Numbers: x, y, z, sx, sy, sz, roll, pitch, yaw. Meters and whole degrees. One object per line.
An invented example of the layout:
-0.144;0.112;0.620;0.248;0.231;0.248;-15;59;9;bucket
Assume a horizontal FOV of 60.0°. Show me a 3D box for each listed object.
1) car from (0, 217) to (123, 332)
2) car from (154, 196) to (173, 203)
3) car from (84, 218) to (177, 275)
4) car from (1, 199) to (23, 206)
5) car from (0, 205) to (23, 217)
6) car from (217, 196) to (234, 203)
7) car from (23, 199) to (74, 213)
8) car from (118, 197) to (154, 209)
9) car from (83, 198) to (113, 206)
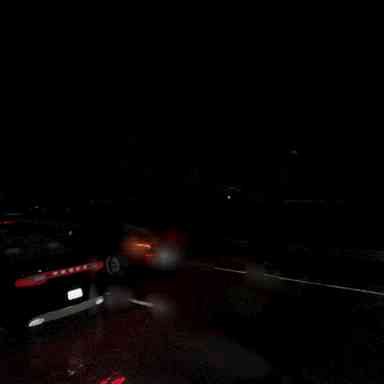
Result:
-3.882;1.477;6.747;5.008;1.535;1.882;0;0;35;car
-5.731;1.523;66.978;1.812;1.442;4.674;0;0;37;car
-2.592;1.525;10.116;4.674;1.442;1.812;0;0;35;car
-23.657;1.545;42.513;2.033;1.411;5.357;0;0;36;car
-10.071;1.504;15.441;4.892;1.490;1.837;0;0;35;car
6.755;1.571;66.223;1.994;1.385;4.181;0;0;36;car
-15.262;1.503;36.199;1.837;1.490;4.892;0;0;36;car
-8.042;1.476;46.101;1.882;1.535;5.008;0;0;36;car
-15.232;1.599;54.056;1.895;1.301;4.718;0;0;36;car
